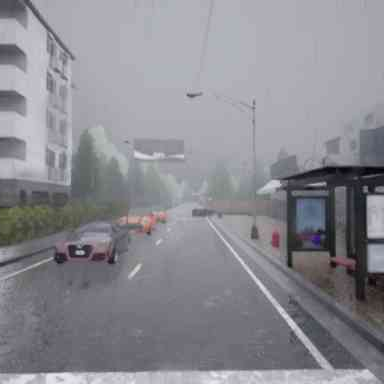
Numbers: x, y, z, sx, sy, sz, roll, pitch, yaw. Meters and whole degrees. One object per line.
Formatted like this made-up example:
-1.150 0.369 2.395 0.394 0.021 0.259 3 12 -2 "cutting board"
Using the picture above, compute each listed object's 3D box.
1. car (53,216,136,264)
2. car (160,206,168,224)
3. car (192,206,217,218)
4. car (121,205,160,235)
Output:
-3.593 1.807 12.671 1.994 1.385 4.181 0 -1 0 "car"
-3.543 2.115 32.423 2.097 1.767 4.553 0 -2 0 "car"
1.732 2.687 45.240 1.882 1.535 5.008 -3 -4 24 "car"
-3.581 1.850 22.374 2.097 1.767 4.553 0 -2 0 "car"
